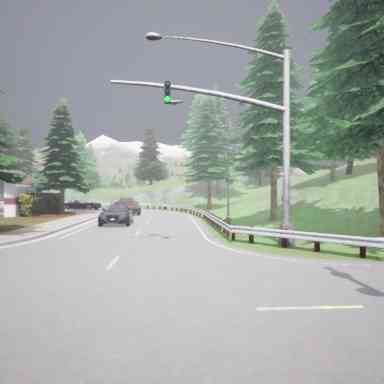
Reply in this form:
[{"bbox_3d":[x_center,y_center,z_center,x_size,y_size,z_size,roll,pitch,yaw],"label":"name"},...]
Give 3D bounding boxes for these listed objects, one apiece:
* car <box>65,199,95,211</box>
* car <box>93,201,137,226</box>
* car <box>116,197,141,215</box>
[{"bbox_3d":[-13.340,1.546,39.967,4.718,1.301,1.895,0,0,12],"label":"car"},{"bbox_3d":[-5.135,1.529,22.797,1.994,1.385,4.181,0,0,-5],"label":"car"},{"bbox_3d":[-6.417,1.304,32.538,2.097,1.767,4.553,0,0,-22],"label":"car"}]
